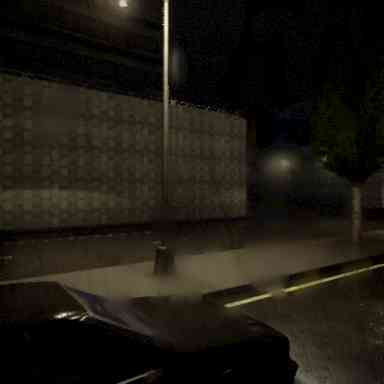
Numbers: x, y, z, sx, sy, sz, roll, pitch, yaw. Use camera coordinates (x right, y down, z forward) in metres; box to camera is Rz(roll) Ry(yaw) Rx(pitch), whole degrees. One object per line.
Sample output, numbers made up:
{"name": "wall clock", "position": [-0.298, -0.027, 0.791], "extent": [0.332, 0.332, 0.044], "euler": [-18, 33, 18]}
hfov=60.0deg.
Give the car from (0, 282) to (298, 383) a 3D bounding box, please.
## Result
{"name": "car", "position": [-1.502, 1.547, 2.675], "extent": [5.357, 1.411, 2.033], "euler": [0, 0, -36]}
